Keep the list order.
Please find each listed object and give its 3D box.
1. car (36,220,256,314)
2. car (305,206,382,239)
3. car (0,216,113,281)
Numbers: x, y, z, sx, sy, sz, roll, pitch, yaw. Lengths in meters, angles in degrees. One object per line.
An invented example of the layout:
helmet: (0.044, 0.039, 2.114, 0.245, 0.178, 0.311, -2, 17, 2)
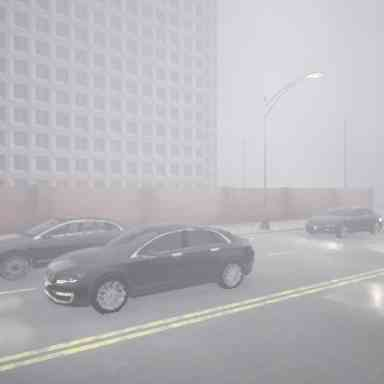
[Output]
car: (-0.730, 1.505, 7.658, 4.892, 1.490, 1.837, 0, 0, -33)
car: (8.009, 1.506, 17.412, 4.892, 1.490, 1.837, 1, 0, -32)
car: (-3.696, 1.492, 9.910, 4.902, 1.511, 2.128, 0, 0, -33)
